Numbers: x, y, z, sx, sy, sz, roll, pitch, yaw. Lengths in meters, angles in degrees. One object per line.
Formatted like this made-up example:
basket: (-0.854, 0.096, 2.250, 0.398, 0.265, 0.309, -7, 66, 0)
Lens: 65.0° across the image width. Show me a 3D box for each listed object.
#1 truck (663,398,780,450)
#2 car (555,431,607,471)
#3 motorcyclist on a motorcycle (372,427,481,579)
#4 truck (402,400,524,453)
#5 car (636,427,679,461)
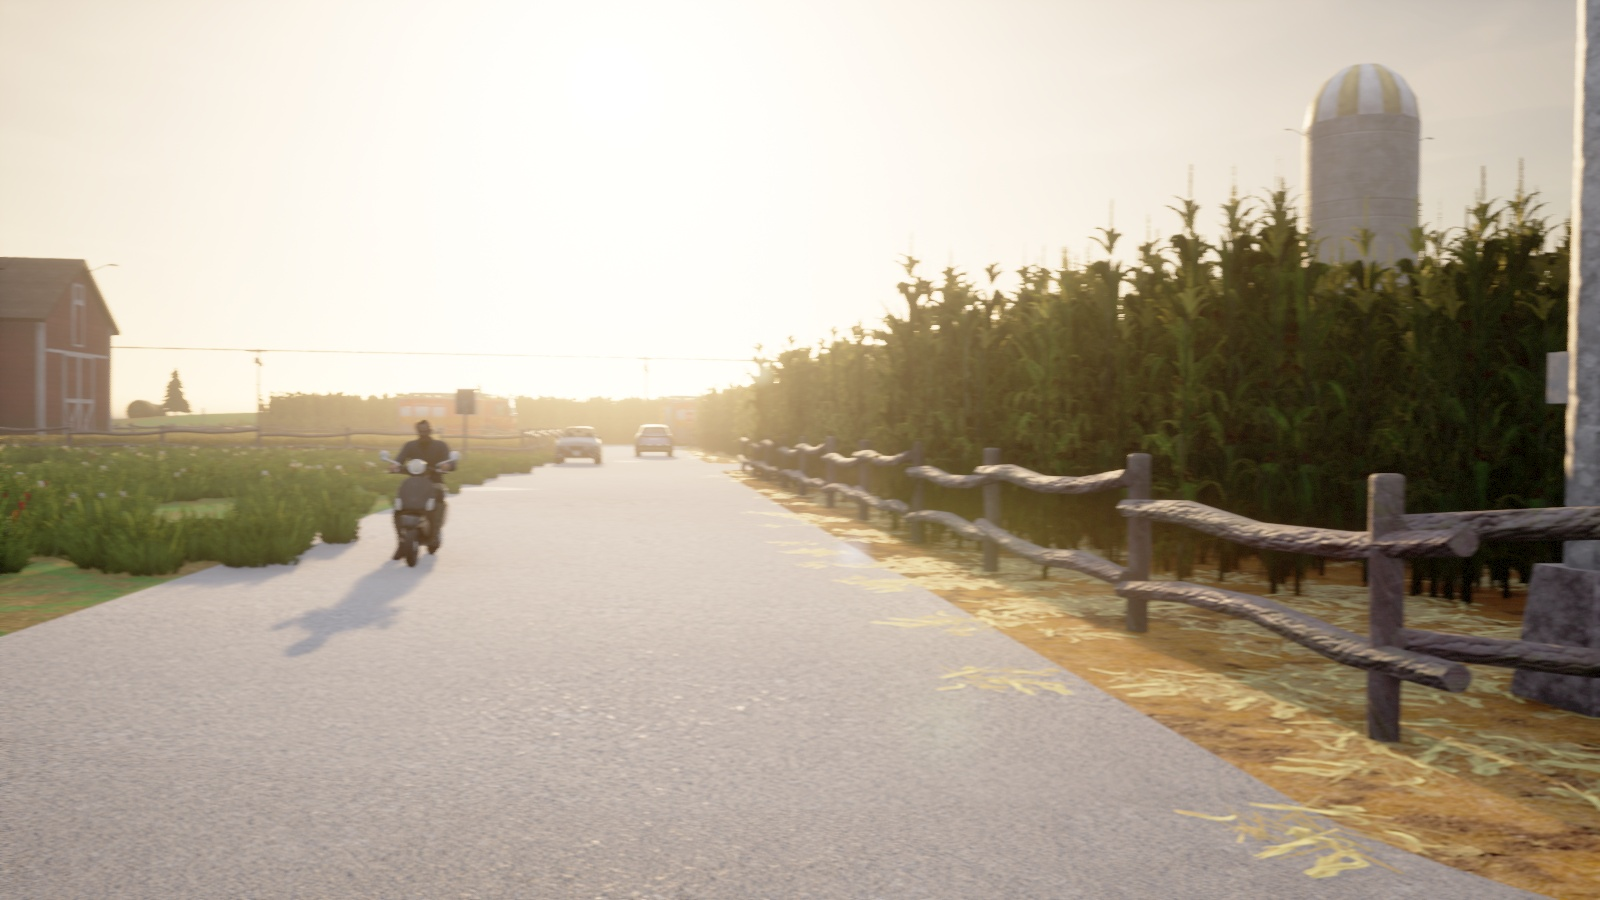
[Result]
truck: (-5.926, -2.025, 95.720, 8.468, 3.827, 2.891, -1, 2, -31)
car: (-8.650, 0.002, 49.948, 1.816, 1.474, 4.193, -1, 1, -7)
motorcyclist on a motorcycle: (-4.160, 0.539, 14.118, 0.866, 1.590, 1.817, -1, 1, -7)
truck: (-25.112, -1.800, 94.030, 8.468, 3.827, 2.891, -1, 1, -7)
car: (-7.299, -0.349, 64.084, 2.033, 1.649, 4.856, -1, 1, -7)
